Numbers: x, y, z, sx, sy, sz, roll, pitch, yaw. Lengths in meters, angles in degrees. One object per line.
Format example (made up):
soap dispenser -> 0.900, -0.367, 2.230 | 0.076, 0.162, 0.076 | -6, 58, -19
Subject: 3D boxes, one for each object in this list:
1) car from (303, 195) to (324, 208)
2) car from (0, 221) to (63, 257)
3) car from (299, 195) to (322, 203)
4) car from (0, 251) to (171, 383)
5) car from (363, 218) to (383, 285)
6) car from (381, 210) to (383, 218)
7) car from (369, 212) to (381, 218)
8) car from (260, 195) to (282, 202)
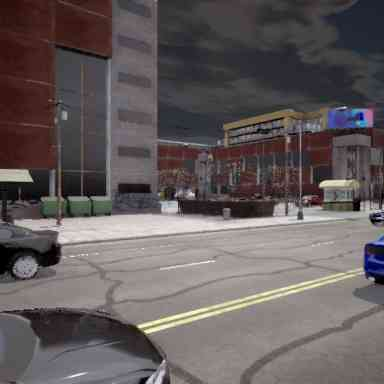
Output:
car -> 16.636, 1.254, 47.128 | 4.553, 1.767, 2.185 | 0, 0, -36
car -> -5.931, 1.477, 8.357 | 5.008, 1.535, 1.882 | 0, 0, -36
car -> 23.522, 1.420, 66.197 | 4.674, 1.452, 2.002 | 0, 0, -36
car -> -2.400, 1.492, 2.035 | 4.902, 1.511, 2.128 | 0, 0, -36
car -> 6.256, 1.478, 8.274 | 5.008, 1.535, 1.882 | 0, 0, -35
car -> 11.861, 1.352, 16.781 | 4.553, 1.767, 2.097 | 0, 0, -36
car -> 14.036, 1.601, 22.642 | 4.718, 1.301, 1.895 | 0, 0, -36
car -> 17.701, 1.399, 74.335 | 4.786, 1.482, 2.161 | 0, 0, -36
